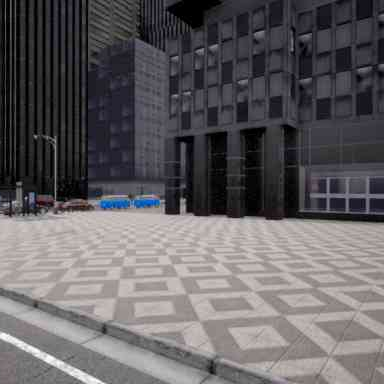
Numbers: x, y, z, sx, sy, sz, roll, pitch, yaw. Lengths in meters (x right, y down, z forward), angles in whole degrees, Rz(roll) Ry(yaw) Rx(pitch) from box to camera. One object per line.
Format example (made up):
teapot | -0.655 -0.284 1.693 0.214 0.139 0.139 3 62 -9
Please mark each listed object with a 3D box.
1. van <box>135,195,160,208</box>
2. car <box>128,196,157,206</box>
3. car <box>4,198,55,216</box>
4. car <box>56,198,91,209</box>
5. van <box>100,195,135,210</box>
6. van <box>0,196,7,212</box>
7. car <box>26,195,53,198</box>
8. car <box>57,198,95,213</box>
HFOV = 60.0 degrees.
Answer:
van | -6.129 1.329 45.799 1.690 1.788 3.998 0 0 35
car | -7.876 1.476 53.411 1.837 1.490 4.892 0 0 36
car | -16.004 1.548 31.922 2.008 1.369 4.403 0 0 35
car | -16.367 1.548 46.115 1.802 1.307 4.206 0 0 35
van | -9.420 1.331 41.174 1.690 1.788 3.998 0 0 35
van | -22.950 1.314 36.862 1.690 1.788 3.998 0 0 35
car | -19.658 1.284 41.488 2.192 1.841 5.009 0 0 35
car | -12.712 1.576 36.548 1.802 1.307 4.206 0 0 35
